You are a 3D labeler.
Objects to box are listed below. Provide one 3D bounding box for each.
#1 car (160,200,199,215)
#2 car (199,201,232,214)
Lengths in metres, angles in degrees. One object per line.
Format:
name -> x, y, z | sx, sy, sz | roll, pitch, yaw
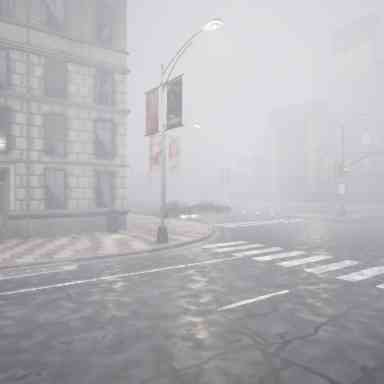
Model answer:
car -> -1.579, 1.564, 34.067 | 1.994, 1.385, 4.181 | 0, 0, -36
car -> 2.082, 1.601, 34.965 | 1.895, 1.301, 4.718 | 0, 0, -36
